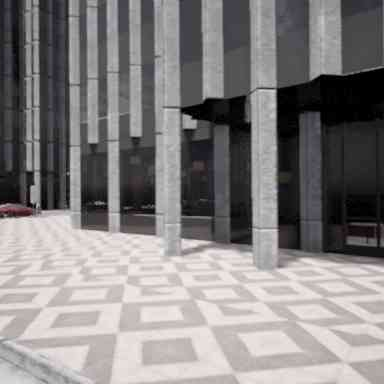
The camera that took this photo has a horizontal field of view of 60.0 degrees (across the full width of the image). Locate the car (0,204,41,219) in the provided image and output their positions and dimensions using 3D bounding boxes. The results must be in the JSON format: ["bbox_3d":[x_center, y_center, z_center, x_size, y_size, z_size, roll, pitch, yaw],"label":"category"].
[{"bbox_3d":[-17.046,1.867,32.206,1.812,1.442,4.674,-1,0,35],"label":"car"}]
